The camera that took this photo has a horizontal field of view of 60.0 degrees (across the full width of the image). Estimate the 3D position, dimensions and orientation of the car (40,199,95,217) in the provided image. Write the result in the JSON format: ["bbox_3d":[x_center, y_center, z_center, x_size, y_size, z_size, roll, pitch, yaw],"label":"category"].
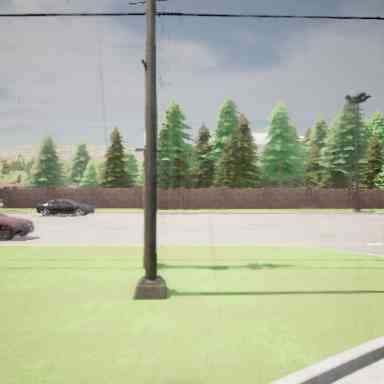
[{"bbox_3d":[-11.108,1.391,29.394,4.892,1.490,1.837,0,0,-1],"label":"car"}]

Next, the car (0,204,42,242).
[{"bbox_3d":[-9.810,1.456,15.431,4.674,1.442,1.812,0,0,-1],"label":"car"}]
